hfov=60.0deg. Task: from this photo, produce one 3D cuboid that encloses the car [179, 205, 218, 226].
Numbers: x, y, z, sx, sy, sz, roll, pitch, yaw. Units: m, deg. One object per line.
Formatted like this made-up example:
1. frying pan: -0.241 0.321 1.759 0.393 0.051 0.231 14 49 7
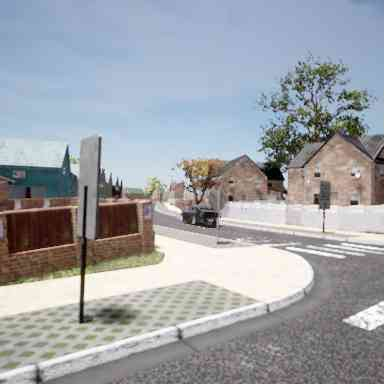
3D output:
1. car: 0.486 1.800 25.711 1.837 1.490 4.892 5 -3 -20
